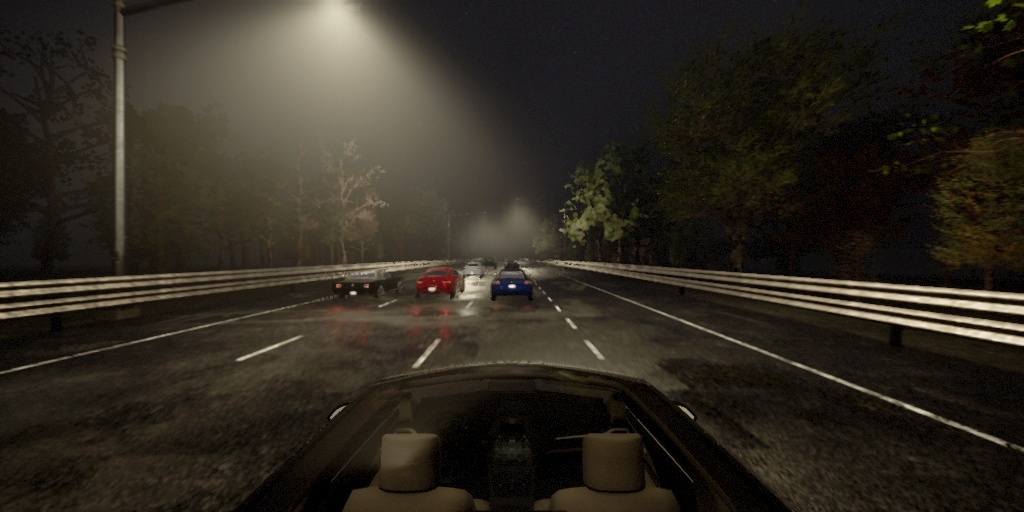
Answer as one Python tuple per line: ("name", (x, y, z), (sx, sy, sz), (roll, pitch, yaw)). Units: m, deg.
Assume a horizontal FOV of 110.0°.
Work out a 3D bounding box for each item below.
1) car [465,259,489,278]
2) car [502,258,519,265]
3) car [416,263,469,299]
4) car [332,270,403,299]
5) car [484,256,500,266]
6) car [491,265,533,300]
("car", (-3.498, 1.288, 33.629), (1.812, 1.442, 4.674), (0, 0, 0))
("car", (0.003, 1.334, 47.592), (1.994, 1.385, 4.181), (0, 0, 0))
("car", (-3.498, 1.281, 17.957), (1.812, 1.442, 4.674), (0, 0, 0))
("car", (-6.998, 1.356, 18.031), (1.895, 1.301, 4.718), (0, 0, 0))
("car", (-3.496, 1.001, 57.715), (2.150, 2.045, 5.566), (0, 0, 0))
("car", (0.001, 1.319, 17.881), (1.994, 1.385, 4.181), (0, 0, 0))
